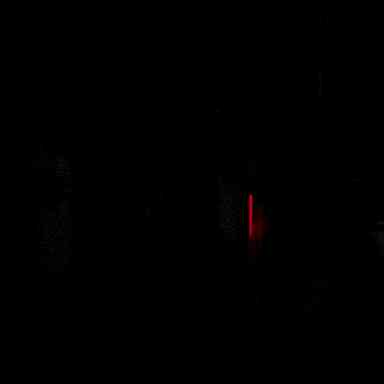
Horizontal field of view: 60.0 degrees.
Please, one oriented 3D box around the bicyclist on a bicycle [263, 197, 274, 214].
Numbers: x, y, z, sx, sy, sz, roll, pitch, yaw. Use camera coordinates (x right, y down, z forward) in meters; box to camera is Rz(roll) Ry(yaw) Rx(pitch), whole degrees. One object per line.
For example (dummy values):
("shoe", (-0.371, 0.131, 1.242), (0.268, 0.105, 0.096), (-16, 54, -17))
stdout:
("bicyclist on a bicycle", (7.370, 1.349, 32.092), (1.656, 1.620, 0.582), (0, 0, -36))
